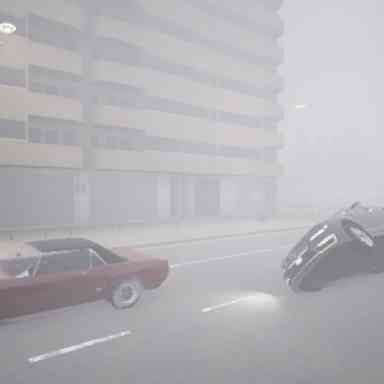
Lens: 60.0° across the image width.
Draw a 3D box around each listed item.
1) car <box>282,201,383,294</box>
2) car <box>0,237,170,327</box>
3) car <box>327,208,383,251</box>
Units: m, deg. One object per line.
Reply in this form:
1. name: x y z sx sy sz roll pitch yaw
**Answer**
1. car: 4.041 1.236 8.293 4.892 1.837 1.490 0 42 -35
2. car: -2.860 1.601 6.270 4.718 1.301 1.895 0 0 -37
3. car: 8.146 1.525 14.877 4.674 1.442 1.812 0 0 -38
